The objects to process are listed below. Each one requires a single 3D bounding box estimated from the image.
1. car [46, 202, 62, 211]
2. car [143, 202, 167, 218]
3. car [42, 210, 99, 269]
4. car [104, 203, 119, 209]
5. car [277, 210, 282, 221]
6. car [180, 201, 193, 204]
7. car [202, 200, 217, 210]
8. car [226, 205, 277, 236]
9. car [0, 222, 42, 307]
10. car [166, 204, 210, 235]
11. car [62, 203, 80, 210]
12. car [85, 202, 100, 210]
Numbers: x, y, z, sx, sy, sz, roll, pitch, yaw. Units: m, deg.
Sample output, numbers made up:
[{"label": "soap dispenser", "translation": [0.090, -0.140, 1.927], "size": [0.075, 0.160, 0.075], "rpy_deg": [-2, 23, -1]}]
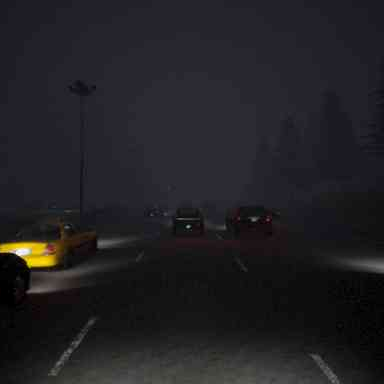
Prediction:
[{"label": "car", "translation": [-25.635, 2.722, 62.440], "size": [1.837, 1.490, 4.892], "rpy_deg": [-1, -1, -1]}, {"label": "car", "translation": [-4.095, 2.080, 36.028], "size": [1.895, 1.301, 4.718], "rpy_deg": [-1, -1, 0]}, {"label": "car", "translation": [-4.731, 1.659, 11.787], "size": [1.801, 1.575, 5.366], "rpy_deg": [-1, -1, -1]}, {"label": "car", "translation": [-15.142, 2.687, 62.638], "size": [1.895, 1.301, 4.718], "rpy_deg": [-1, -1, -1]}, {"label": "car", "translation": [6.577, 1.867, 30.156], "size": [1.895, 1.301, 4.718], "rpy_deg": [-1, -1, -1]}, {"label": "car", "translation": [-0.835, 2.154, 51.980], "size": [1.882, 1.535, 5.008], "rpy_deg": [-1, -1, -1]}, {"label": "car", "translation": [2.654, 1.990, 52.526], "size": [2.097, 1.767, 4.553], "rpy_deg": [-1, -1, -1]}, {"label": "car", "translation": [3.266, 1.543, 19.875], "size": [2.097, 1.767, 4.553], "rpy_deg": [-1, -1, -1]}, {"label": "car", "translation": [-4.616, 1.480, 5.559], "size": [2.097, 1.767, 4.553], "rpy_deg": [-1, -1, -1]}, {"label": "car", "translation": [-0.252, 1.742, 20.917], "size": [2.128, 1.511, 4.902], "rpy_deg": [-1, -1, -1]}, {"label": "car", "translation": [-22.139, 2.735, 62.523], "size": [1.994, 1.385, 4.181], "rpy_deg": [-1, -1, -1]}, {"label": "car", "translation": [-18.643, 2.632, 62.588], "size": [1.837, 1.490, 4.892], "rpy_deg": [-1, -1, -1]}]
